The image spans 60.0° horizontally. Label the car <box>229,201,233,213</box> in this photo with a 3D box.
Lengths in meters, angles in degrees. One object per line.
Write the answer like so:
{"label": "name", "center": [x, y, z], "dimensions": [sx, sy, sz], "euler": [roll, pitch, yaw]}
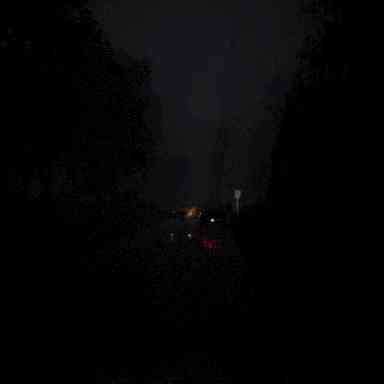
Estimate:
{"label": "car", "center": [4.163, 1.882, 42.296], "dimensions": [2.128, 1.511, 4.902], "euler": [0, -1, 10]}

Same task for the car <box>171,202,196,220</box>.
{"label": "car", "center": [-0.621, 1.659, 30.714], "dimensions": [1.882, 1.535, 5.008], "euler": [0, -1, 8]}

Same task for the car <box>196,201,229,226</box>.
{"label": "car", "center": [1.598, 1.631, 24.397], "dimensions": [1.837, 1.490, 4.892], "euler": [0, 0, 6]}
